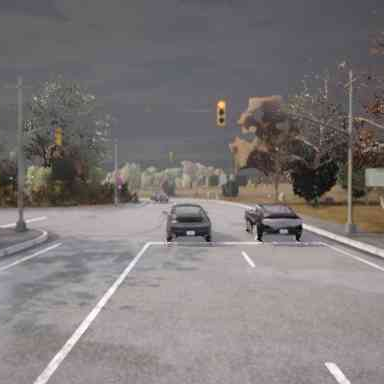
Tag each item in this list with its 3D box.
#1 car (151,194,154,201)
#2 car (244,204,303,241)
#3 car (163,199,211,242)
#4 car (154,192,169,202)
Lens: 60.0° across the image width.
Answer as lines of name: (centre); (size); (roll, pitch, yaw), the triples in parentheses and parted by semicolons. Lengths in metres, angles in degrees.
car: (-7.812, 1.153, 71.992); (2.033, 1.411, 5.357); (0, 0, -13)
car: (3.575, 1.278, 15.291); (2.128, 1.511, 4.902); (0, 1, 0)
car: (-0.274, 1.292, 15.269); (1.837, 1.490, 4.892); (0, 1, -5)
car: (-5.053, 0.832, 56.692); (2.097, 1.767, 4.553); (0, 0, -7)
